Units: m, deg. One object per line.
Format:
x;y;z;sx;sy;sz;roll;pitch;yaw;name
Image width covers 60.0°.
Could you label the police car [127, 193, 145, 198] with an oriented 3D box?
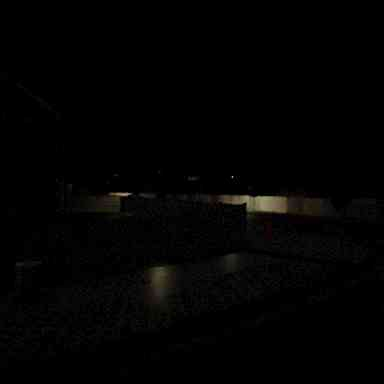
-7.857;0.995;47.221;1.930;1.638;5.238;1;0;-43;police car
